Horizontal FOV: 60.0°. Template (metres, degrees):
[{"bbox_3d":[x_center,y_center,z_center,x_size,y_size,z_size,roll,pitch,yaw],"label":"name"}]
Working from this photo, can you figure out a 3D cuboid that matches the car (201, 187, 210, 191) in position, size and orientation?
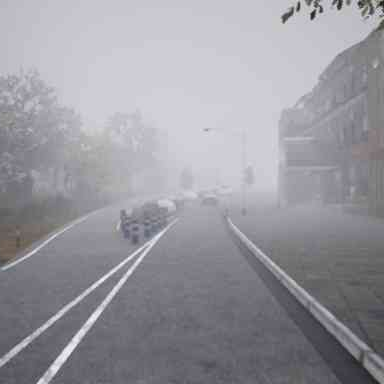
[{"bbox_3d":[0.975,0.303,54.281,2.097,1.535,5.008,0,3,14],"label":"car"}]

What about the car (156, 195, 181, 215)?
[{"bbox_3d":[-2.596,1.426,31.704,2.002,1.452,4.674,-2,2,4],"label":"car"}]

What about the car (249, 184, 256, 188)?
[{"bbox_3d":[14.702,-1.859,90.932,2.435,2.045,5.566,-3,2,28],"label":"car"}]

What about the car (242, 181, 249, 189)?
[{"bbox_3d":[12.173,-1.339,85.927,2.231,1.521,4.892,-3,2,26],"label":"car"}]

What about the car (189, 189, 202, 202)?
[{"bbox_3d":[-0.351,0.641,48.199,2.002,1.452,4.674,-1,2,12],"label":"car"}]

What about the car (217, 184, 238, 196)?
[{"bbox_3d":[6.295,-0.314,59.928,2.150,2.045,5.566,0,3,16],"label":"car"}]

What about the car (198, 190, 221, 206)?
[{"bbox_3d":[2.310,0.906,41.808,1.812,1.442,4.674,0,3,8],"label":"car"}]

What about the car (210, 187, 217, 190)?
[{"bbox_3d":[2.369,0.009,59.810,2.231,1.521,4.892,0,3,16],"label":"car"}]

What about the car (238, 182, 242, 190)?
[{"bbox_3d":[9.823,-1.071,80.861,2.231,1.521,4.892,-3,2,25],"label":"car"}]

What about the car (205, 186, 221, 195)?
[{"bbox_3d":[4.189,-0.303,65.862,2.097,1.535,5.008,0,3,18],"label":"car"}]

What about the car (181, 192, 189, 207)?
[{"bbox_3d":[-2.085,1.080,37.817,2.097,1.535,5.008,1,3,9],"label":"car"}]
